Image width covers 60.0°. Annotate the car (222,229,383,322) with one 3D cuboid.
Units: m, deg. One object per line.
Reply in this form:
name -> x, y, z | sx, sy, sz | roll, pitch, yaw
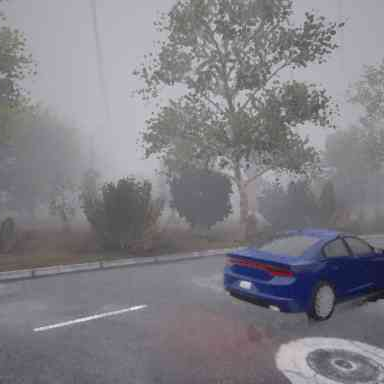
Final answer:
car -> 2.932, 1.586, 7.510 | 5.008, 1.535, 1.882 | 2, -2, -37
